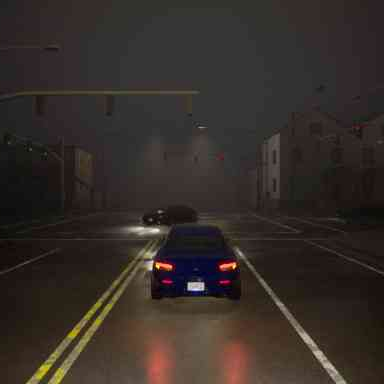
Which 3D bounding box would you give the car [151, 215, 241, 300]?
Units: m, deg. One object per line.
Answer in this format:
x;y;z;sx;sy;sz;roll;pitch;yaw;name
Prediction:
0.087;1.526;8.263;1.812;1.442;4.674;0;0;0;car

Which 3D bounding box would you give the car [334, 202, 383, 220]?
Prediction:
14.925;1.547;27.994;5.357;1.411;2.033;0;0;-1;car

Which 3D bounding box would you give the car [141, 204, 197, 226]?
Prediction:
-1.408;1.527;22.181;1.994;1.385;4.181;0;0;36;car
